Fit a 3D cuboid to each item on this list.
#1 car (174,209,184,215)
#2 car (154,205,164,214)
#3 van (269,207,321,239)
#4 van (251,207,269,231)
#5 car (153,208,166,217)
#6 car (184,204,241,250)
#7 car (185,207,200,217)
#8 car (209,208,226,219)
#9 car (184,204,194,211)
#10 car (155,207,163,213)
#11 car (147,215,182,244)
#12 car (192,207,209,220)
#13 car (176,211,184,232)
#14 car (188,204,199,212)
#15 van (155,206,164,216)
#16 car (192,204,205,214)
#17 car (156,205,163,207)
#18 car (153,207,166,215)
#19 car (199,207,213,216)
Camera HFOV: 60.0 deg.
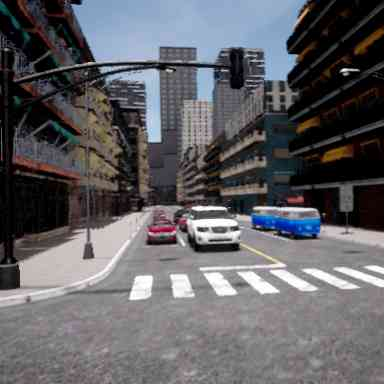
[{"bbox_3d":[-1.017,2.751,37.802,1.882,1.535,5.008,-1,-2,-6],"label":"car"},{"bbox_3d":[-7.519,3.979,75.756,2.192,1.841,5.009,-2,-2,-6],"label":"car"},{"bbox_3d":[6.499,1.892,20.885,1.690,1.788,3.998,-2,-2,-6],"label":"van"},{"bbox_3d":[5.930,2.087,26.455,1.690,1.788,3.998,-2,-2,-6],"label":"van"},{"bbox_3d":[-5.781,3.627,59.042,2.008,1.369,4.403,-2,-2,-6],"label":"car"},{"bbox_3d":[1.005,1.794,17.785,2.150,2.045,5.566,-1,-2,-6],"label":"car"},{"bbox_3d":[0.068,3.387,57.532,2.128,1.511,4.902,-1,-2,-6],"label":"car"},{"bbox_3d":[3.663,3.108,48.727,1.802,1.307,4.206,-2,-2,-6],"label":"car"},{"bbox_3d":[-0.897,4.405,93.292,2.192,1.841,5.009,-2,-2,-6],"label":"car"},{"bbox_3d":[-8.096,4.410,81.317,2.008,1.369,4.403,-2,-2,-6],"label":"car"},{"bbox_3d":[-1.797,2.292,20.052,1.802,1.307,4.206,-2,-2,-6],"label":"car"},{"bbox_3d":[1.146,3.020,47.510,1.882,1.535,5.008,-1,-2,-6],"label":"car"},{"bbox_3d":[0.012,2.516,27.555,1.895,1.301,4.718,-1,-2,-6],"label":"car"},{"bbox_3d":[0.240,4.014,82.153,2.192,1.841,5.009,-2,-2,-6],"label":"car"},{"bbox_3d":[-6.357,3.613,64.618,1.690,1.788,3.998,-2,-2,-6],"label":"van"},{"bbox_3d":[1.378,3.623,71.014,2.192,1.841,5.009,-2,-2,-6],"label":"car"},{"bbox_3d":[-5.216,3.321,53.475,1.967,1.590,4.097,-2,-2,-6],"label":"car"},{"bbox_3d":[-4.642,3.268,47.902,1.802,1.307,4.206,-2,-2,-6],"label":"car"},{"bbox_3d":[2.506,3.448,60.037,1.752,1.417,4.829,-2,-2,-6],"label":"car"}]
